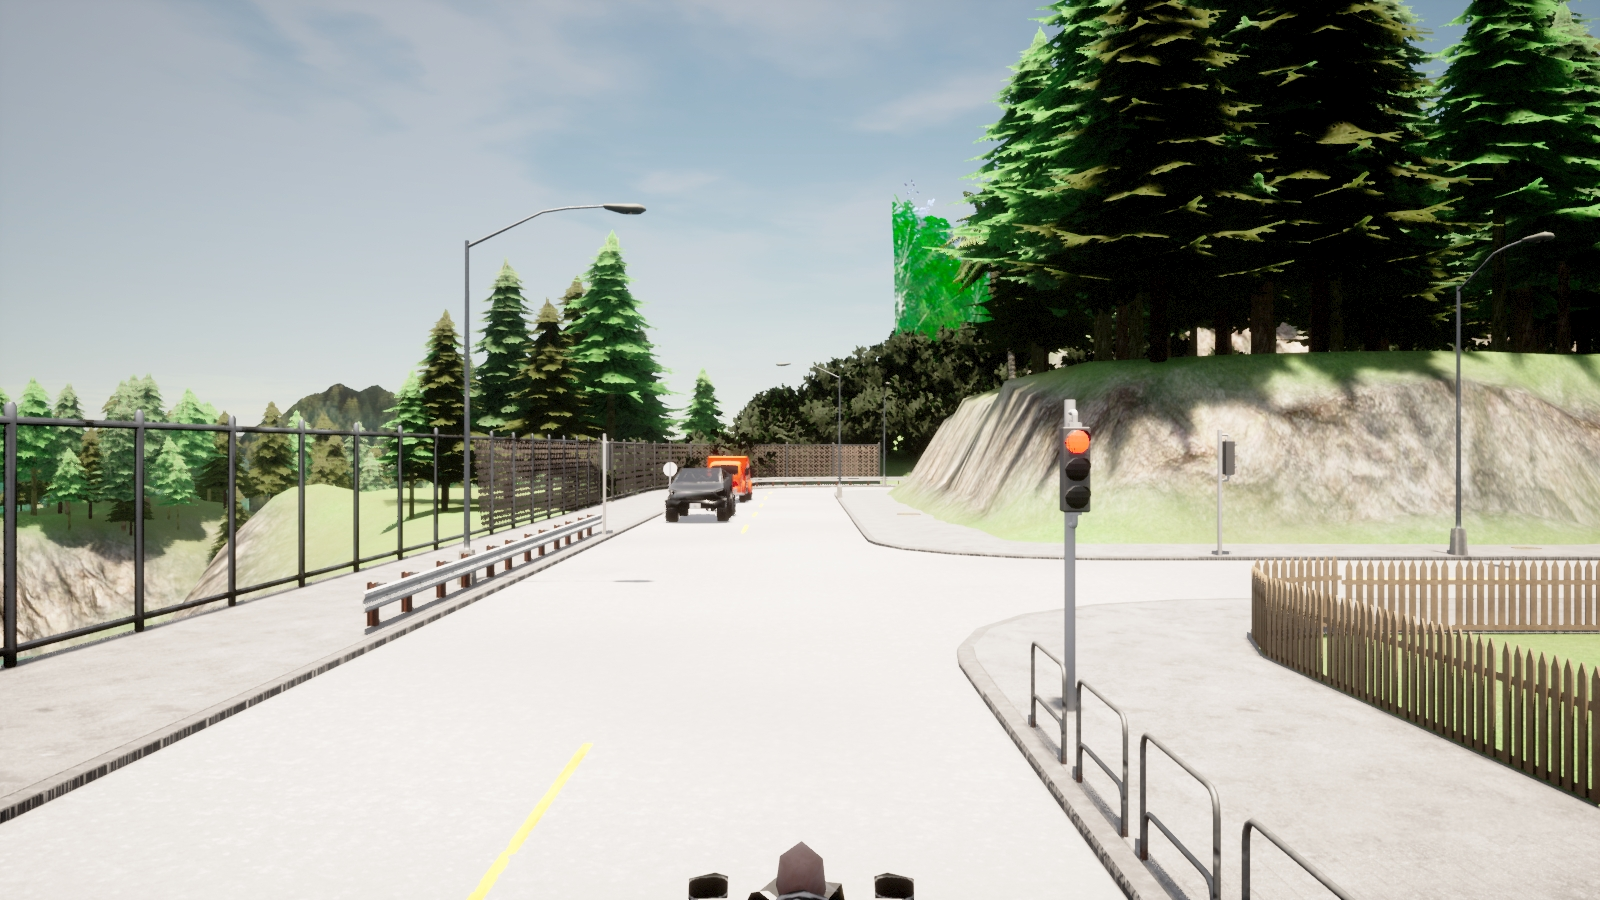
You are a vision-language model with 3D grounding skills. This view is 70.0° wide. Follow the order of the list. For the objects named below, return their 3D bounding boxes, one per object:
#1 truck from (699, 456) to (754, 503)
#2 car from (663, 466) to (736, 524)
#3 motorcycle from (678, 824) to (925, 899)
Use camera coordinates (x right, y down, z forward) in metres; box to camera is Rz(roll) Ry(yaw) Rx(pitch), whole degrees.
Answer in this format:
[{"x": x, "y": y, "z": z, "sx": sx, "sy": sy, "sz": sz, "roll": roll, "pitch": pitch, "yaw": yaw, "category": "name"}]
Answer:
[{"x": -3.942, "y": 1.573, "z": 62.236, "sx": 2.627, "sy": 2.467, "sz": 5.204, "roll": 0, "pitch": 0, "yaw": 0, "category": "truck"}, {"x": -3.949, "y": 1.753, "z": 46.192, "sx": 2.390, "sy": 2.098, "sz": 6.274, "roll": 0, "pitch": 0, "yaw": 0, "category": "car"}, {"x": 0.004, "y": 2.205, "z": 3.723, "sx": 0.867, "sy": 1.251, "sz": 2.209, "roll": 0, "pitch": 0, "yaw": 0, "category": "motorcycle"}]
